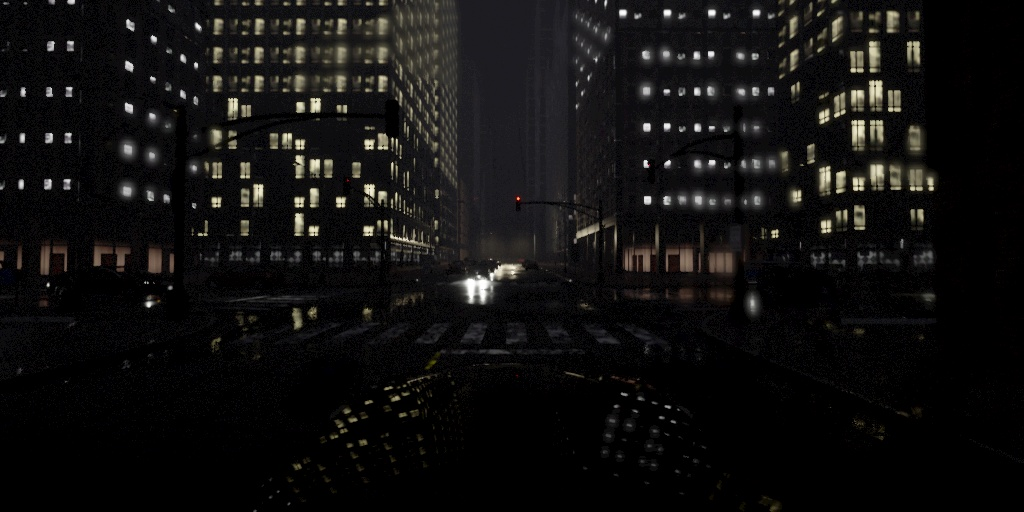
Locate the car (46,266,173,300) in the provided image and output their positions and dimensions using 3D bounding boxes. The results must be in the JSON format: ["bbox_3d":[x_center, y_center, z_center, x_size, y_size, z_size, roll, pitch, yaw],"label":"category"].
[{"bbox_3d":[-18.088,1.186,16.424,4.902,1.511,2.128,0,-1,0],"label":"car"}]

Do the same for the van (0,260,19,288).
[{"bbox_3d":[-33.440,1.126,22.233,3.998,1.789,1.690,0,0,0],"label":"van"}]

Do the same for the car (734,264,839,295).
[{"bbox_3d":[14.872,1.316,19.553,4.892,1.490,1.837,0,-1,0],"label":"car"}]

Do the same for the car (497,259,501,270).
[{"bbox_3d":[-3.101,1.318,53.527,1.994,1.385,4.181,0,0,0],"label":"car"}]

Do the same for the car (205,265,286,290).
[{"bbox_3d":[-16.494,1.249,22.196,4.097,1.591,1.967,0,0,0],"label":"car"}]

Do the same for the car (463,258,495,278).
[{"bbox_3d":[-3.100,1.243,34.333,2.128,1.511,4.902,0,0,0],"label":"car"}]

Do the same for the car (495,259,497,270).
[{"bbox_3d":[-3.096,1.278,43.554,1.812,1.442,4.674,0,0,0],"label":"car"}]

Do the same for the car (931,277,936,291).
[{"bbox_3d":[25.985,1.311,19.525,5.008,1.535,1.882,0,-1,0],"label":"car"}]

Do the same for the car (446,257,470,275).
[{"bbox_3d":[-5.693,1.192,37.634,1.967,1.591,4.097,0,0,0],"label":"car"}]

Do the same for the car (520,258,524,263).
[{"bbox_3d":[2.687,1.280,60.172,1.751,1.417,4.829,0,0,0],"label":"car"}]

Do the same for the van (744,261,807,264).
[{"bbox_3d":[15.980,1.204,22.125,3.998,1.789,1.690,0,0,0],"label":"van"}]

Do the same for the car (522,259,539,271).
[{"bbox_3d":[2.687,1.335,48.846,1.802,1.307,4.207,0,0,0],"label":"car"}]
